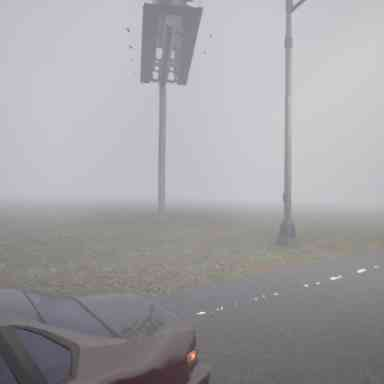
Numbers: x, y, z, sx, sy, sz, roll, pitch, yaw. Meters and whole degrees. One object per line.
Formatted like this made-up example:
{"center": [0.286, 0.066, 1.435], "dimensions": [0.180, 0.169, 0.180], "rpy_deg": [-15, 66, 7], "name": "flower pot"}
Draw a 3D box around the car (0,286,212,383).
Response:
{"center": [-2.381, 1.551, 2.312], "dimensions": [5.357, 1.411, 2.033], "rpy_deg": [0, 0, -35], "name": "car"}
